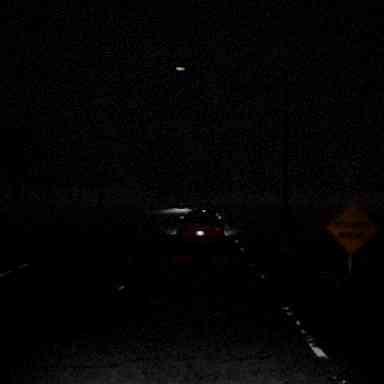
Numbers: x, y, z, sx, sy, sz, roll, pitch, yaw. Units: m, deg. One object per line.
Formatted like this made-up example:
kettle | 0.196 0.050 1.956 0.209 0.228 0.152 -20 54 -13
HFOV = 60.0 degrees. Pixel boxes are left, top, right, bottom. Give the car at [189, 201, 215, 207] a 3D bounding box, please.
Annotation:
car | 1.132 1.590 30.043 1.994 1.385 4.181 0 0 4

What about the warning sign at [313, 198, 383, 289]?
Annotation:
warning sign | 3.671 1.123 7.675 1.300 1.860 1.060 2 2 1

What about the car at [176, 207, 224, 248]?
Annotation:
car | 0.392 1.570 14.917 1.994 1.385 4.181 0 0 2

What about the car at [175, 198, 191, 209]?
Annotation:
car | -1.163 1.542 47.155 2.128 1.511 4.902 0 0 6
